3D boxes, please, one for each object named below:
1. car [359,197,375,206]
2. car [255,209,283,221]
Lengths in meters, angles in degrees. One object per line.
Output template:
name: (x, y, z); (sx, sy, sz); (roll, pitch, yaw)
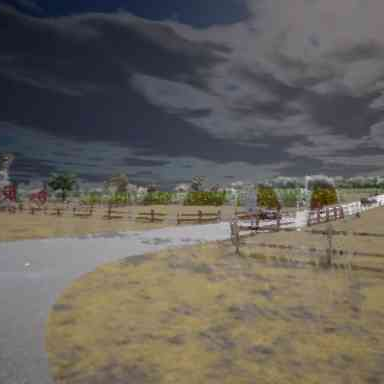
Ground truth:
car: (42.995, 2.312, 82.384); (2.150, 2.045, 5.566); (-2, -1, 36)
car: (9.889, 2.850, 42.516); (2.033, 1.411, 5.357); (-2, -2, 36)
